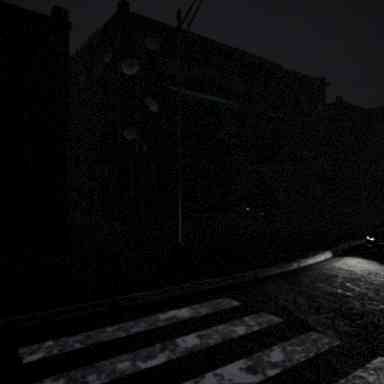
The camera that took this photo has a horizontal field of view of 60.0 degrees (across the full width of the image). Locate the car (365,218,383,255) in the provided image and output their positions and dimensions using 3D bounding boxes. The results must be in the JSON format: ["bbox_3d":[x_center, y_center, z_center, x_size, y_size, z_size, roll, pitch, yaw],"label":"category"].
[{"bbox_3d":[8.239,1.620,12.831,1.837,1.490,4.892,0,-2,43],"label":"car"}]
